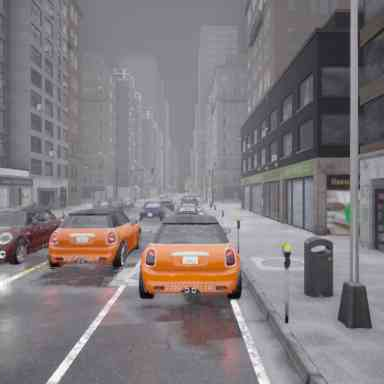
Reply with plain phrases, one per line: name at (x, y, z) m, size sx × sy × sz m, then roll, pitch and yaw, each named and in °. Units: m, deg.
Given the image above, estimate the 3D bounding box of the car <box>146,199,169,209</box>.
car at (-3.143, 1.527, 27.209) m, size 1.812 × 1.442 × 4.674 m, roll 0°, pitch 0°, yaw 0°

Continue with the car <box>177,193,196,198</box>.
car at (-0.287, 1.316, 38.459) m, size 2.192 × 1.841 × 5.009 m, roll 0°, pitch 0°, yaw 0°

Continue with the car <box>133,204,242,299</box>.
car at (-0.032, 1.353, 8.621) m, size 2.097 × 1.767 × 4.553 m, roll 0°, pitch 0°, yaw 0°

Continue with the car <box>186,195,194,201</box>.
car at (-0.572, 1.469, 87.873) m, size 1.967 × 1.590 × 4.097 m, roll 0°, pitch 0°, yaw -1°

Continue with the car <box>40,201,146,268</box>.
car at (-3.046, 1.352, 11.376) m, size 2.097 × 1.767 × 4.553 m, roll 0°, pitch 0°, yaw 0°

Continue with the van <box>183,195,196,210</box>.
van at (-0.287, 1.343, 43.983) m, size 1.690 × 1.788 × 3.998 m, roll 0°, pitch 0°, yaw 0°

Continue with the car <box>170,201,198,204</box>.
car at (-0.287, 1.551, 21.888) m, size 2.008 × 1.369 × 4.403 m, roll 0°, pitch 0°, yaw 0°

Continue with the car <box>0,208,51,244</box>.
car at (-8.813, 1.566, 16.352) m, size 1.947 × 1.339 × 4.313 m, roll 0°, pitch 0°, yaw 0°

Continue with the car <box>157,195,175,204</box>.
car at (-3.046, 1.506, 40.077) m, size 1.837 × 1.490 × 4.892 m, roll 0°, pitch 0°, yaw 0°

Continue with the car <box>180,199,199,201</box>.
car at (-0.287, 1.552, 27.412) m, size 2.008 × 1.369 × 4.403 m, roll 0°, pitch 0°, yaw 0°

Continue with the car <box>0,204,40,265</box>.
car at (-6.246, 1.352, 11.596) m, size 2.097 × 1.767 × 4.553 m, roll 0°, pitch 0°, yaw 0°

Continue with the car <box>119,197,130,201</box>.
car at (-8.813, 1.567, 38.453) m, size 1.947 × 1.339 × 4.313 m, roll 0°, pitch 0°, yaw 0°

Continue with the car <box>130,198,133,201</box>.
car at (-8.813, 1.442, 43.978) m, size 1.967 × 1.590 × 4.097 m, roll 0°, pitch 0°, yaw 0°
